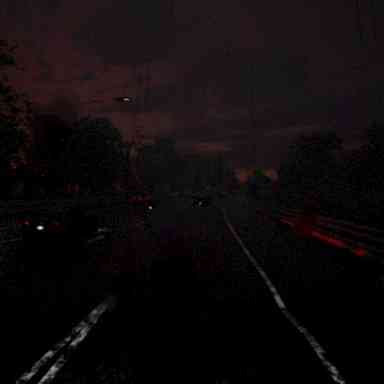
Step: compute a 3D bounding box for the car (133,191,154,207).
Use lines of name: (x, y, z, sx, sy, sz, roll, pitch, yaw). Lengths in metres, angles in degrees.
car: (-5.895, 0.885, 43.187, 2.150, 2.045, 5.566, 0, 0, 9)

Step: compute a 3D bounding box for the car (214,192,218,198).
car: (4.659, 0.948, 82.790, 1.994, 1.385, 4.181, 0, 0, 12)

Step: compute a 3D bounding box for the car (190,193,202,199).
car: (1.026, 0.893, 82.492, 1.837, 1.490, 4.892, 0, 0, 12)

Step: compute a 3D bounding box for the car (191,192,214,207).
car: (1.417, 1.170, 44.630, 1.837, 1.490, 4.892, 0, 0, 9)

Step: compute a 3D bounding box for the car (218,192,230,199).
car: (8.299, 0.898, 83.111, 1.837, 1.490, 4.892, 0, 0, 12)

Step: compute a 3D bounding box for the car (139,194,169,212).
car: (-3.641, 1.239, 34.221, 1.837, 1.490, 4.892, 0, 0, 8)

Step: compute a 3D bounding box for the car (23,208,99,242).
car: (-5.990, 1.432, 15.669, 1.994, 1.385, 4.181, 0, 0, 7)
